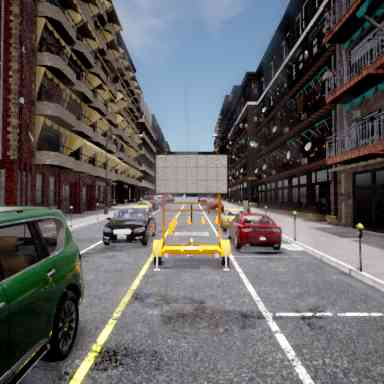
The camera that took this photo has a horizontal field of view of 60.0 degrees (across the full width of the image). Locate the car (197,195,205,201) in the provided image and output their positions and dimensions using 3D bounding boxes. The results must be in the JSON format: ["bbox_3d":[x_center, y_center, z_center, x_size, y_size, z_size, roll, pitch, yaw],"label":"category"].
[{"bbox_3d":[2.439,1.723,91.735,1.967,1.590,4.097,1,0,0],"label":"car"}]

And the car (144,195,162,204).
[{"bbox_3d":[-5.340,1.392,42.010,2.192,1.841,5.009,2,0,0],"label":"car"}]

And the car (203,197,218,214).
[{"bbox_3d":[2.541,1.608,36.425,1.887,1.381,4.507,1,0,0],"label":"car"}]

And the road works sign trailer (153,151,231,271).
[{"bbox_3d":[-0.012,0.475,10.965,2.380,3.560,2.880,0,0,0],"label":"road works sign trailer"}]

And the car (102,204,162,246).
[{"bbox_3d":[-2.771,1.509,15.507,2.128,1.511,4.902,0,0,0],"label":"car"}]

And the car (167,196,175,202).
[{"bbox_3d":[-5.403,1.819,86.253,1.947,1.339,4.313,1,0,0],"label":"car"}]

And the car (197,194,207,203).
[{"bbox_3d":[2.456,1.541,80.673,2.192,1.841,5.009,1,0,0],"label":"car"}]

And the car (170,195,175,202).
[{"bbox_3d":[-5.376,1.492,69.661,2.192,1.841,5.009,1,0,0],"label":"car"}]

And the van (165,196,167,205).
[{"bbox_3d":[-5.355,1.452,53.069,1.690,1.788,3.998,2,0,0],"label":"van"}]

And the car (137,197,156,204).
[{"bbox_3d":[-5.338,1.588,36.308,1.752,1.417,4.829,2,0,0],"label":"car"}]

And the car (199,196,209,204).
[{"bbox_3d":[2.509,1.616,69.610,1.967,1.590,4.097,1,0,0],"label":"car"}]

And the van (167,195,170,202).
[{"bbox_3d":[-5.362,1.472,58.601,1.690,1.788,3.998,1,0,0],"label":"van"}]

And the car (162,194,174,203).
[{"bbox_3d":[-5.383,1.516,75.191,2.192,1.841,5.009,1,0,0],"label":"car"}]

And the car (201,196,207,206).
[{"bbox_3d":[2.534,1.628,41.956,2.008,1.369,4.403,1,0,0],"label":"car"}]

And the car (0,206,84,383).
[{"bbox_3d":[-2.745,1.224,3.004,2.150,2.045,5.566,0,0,0],"label":"car"}]

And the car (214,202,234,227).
[{"bbox_3d":[2.562,1.551,20.004,1.752,1.417,4.829,1,0,0],"label":"car"}]

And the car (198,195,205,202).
[{"bbox_3d":[2.513,1.676,58.548,1.887,1.381,4.507,1,0,0],"label":"car"}]

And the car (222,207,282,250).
[{"bbox_3d":[2.569,1.561,14.302,1.887,1.381,4.507,1,0,0],"label":"car"}]
